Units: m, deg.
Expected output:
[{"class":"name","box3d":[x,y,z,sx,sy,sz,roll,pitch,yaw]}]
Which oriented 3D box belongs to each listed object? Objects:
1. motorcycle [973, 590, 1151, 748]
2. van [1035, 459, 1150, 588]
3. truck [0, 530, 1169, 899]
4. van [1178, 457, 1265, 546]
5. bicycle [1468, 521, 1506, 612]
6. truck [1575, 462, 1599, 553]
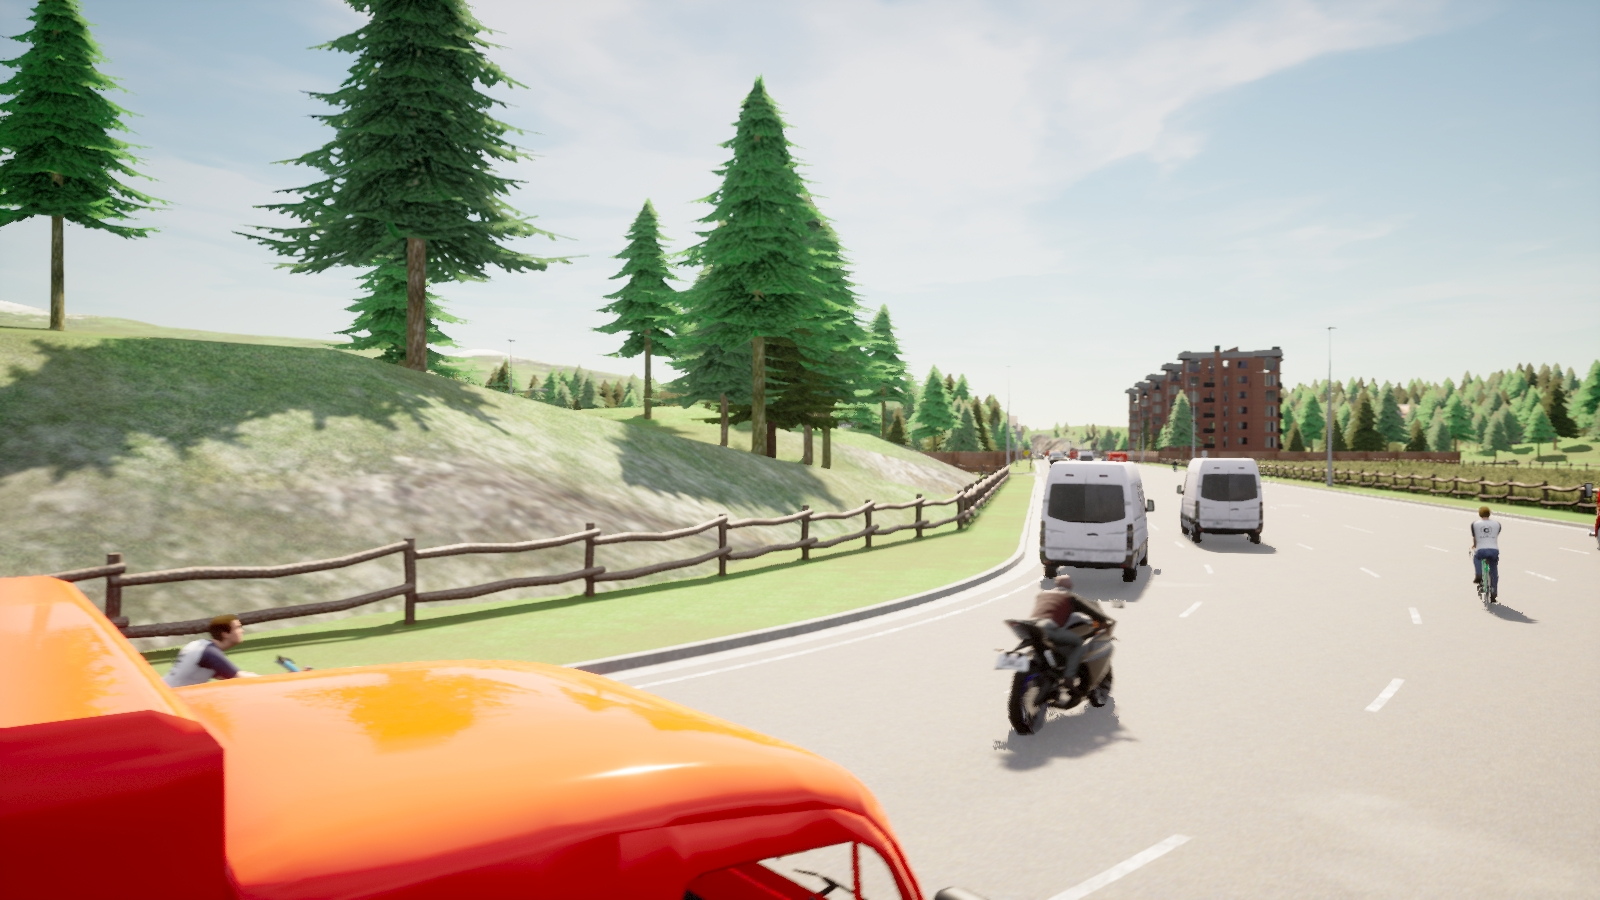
[{"class":"motorcycle","box3d":[2.780,2.207,11.941,0.867,1.251,2.209,-3,-2,40]},{"class":"van","box3d":[6.907,1.540,26.506,1.988,2.561,5.915,1,0,20]},{"class":"truck","box3d":[-2.068,1.570,1.978,5.204,2.467,2.627,0,1,-37]},{"class":"van","box3d":[13.377,1.541,36.583,1.988,2.561,5.915,0,0,14]},{"class":"bicycle","box3d":[12.315,2.060,20.517,0.373,1.496,1.643,-1,-1,24]},{"class":"truck","box3d":[22.846,1.573,29.813,2.627,2.467,5.204,0,0,13]}]
